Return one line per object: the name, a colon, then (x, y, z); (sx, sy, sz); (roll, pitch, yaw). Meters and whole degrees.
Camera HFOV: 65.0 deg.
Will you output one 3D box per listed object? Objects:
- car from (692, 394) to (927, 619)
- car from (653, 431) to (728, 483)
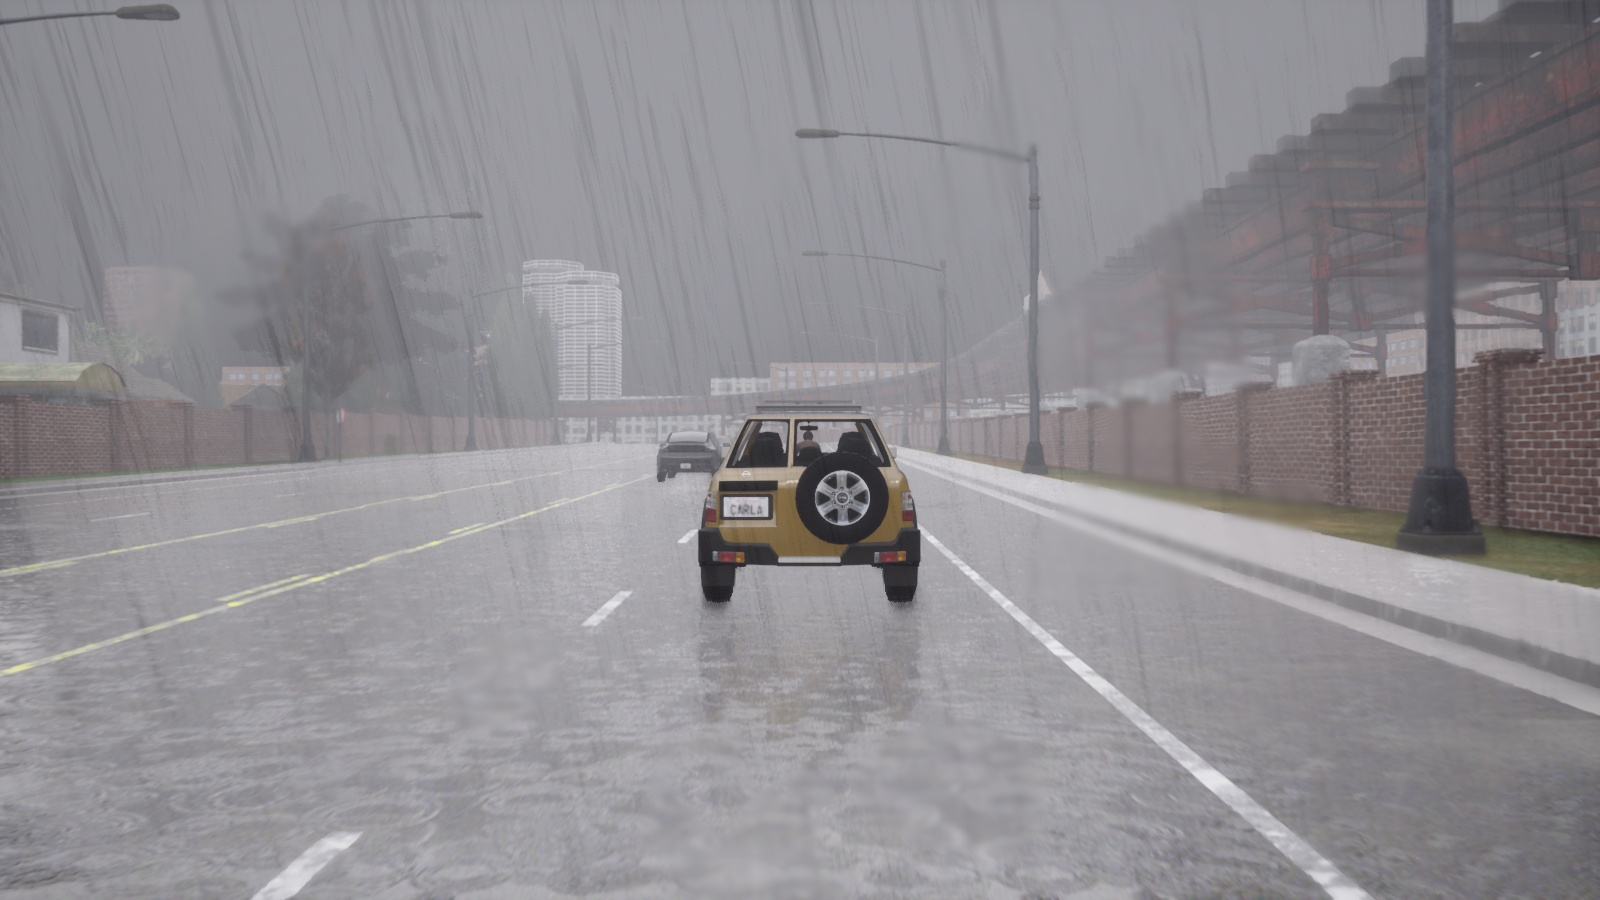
car: (0.090, 0.431, 12.659); (1.932, 1.855, 4.605); (0, 1, 0)
car: (-3.259, 0.163, 38.372); (1.837, 1.490, 4.892); (0, 1, 0)
